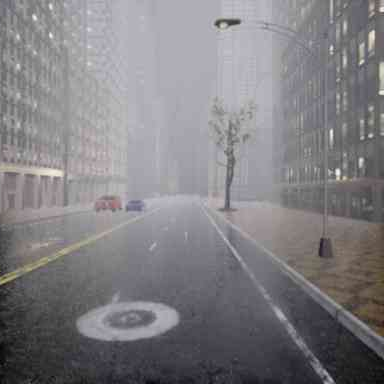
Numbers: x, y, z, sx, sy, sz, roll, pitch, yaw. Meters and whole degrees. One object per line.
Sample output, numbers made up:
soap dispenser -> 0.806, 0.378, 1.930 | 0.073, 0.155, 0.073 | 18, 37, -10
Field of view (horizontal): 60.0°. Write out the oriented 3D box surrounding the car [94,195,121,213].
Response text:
car -> -9.844, 1.336, 39.567 | 2.150, 2.045, 5.566 | 0, 0, 0

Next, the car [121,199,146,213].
car -> -6.595, 1.590, 39.054 | 1.882, 1.535, 5.008 | 0, 0, 0

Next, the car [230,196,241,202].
car -> 12.574, 1.849, 88.586 | 5.008, 1.535, 1.882 | 0, 0, 3

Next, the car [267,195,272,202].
car -> 21.531, 1.723, 85.530 | 5.009, 1.841, 2.192 | 0, 0, 3

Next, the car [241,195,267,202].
car -> 15.976, 1.714, 85.726 | 5.009, 1.841, 2.192 | 0, 0, 3
